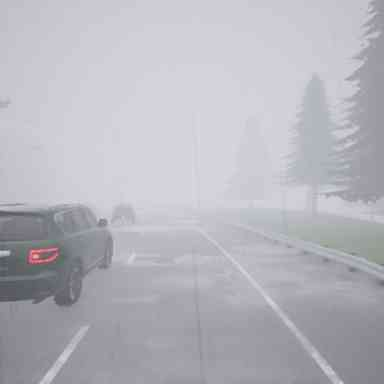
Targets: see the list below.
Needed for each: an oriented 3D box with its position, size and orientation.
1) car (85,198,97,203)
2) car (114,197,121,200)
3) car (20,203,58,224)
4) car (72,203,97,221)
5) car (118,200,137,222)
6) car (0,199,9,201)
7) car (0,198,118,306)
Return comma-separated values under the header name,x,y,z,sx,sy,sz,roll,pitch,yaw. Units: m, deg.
name,x,y,z,sx,sy,sz,roll,pitch,yaw
car,-27.738,2.282,91.338,1.812,1.442,4.674,0,-1,-36
car,-17.565,2.007,76.600,2.097,1.767,4.553,0,0,-28
car,-13.070,1.783,28.755,1.837,1.490,4.892,1,0,-11
car,-9.981,1.807,31.235,1.812,1.442,4.674,0,0,-12
car,-5.861,1.748,28.558,1.837,1.490,4.892,1,0,-11
car,-36.214,2.043,64.234,1.882,1.535,5.008,0,0,-26
car,-3.520,1.302,8.316,2.150,2.045,5.566,0,0,-2
